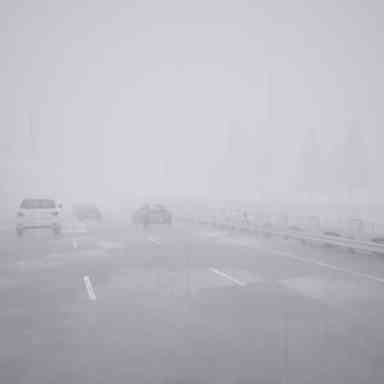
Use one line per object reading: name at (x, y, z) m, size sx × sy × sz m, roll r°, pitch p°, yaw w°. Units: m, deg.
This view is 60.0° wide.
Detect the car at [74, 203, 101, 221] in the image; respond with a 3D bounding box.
car at (-9.312, 1.797, 29.899) m, size 1.812 × 1.442 × 4.674 m, roll 0°, pitch -1°, yaw -22°

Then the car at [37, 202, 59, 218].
car at (-15.657, 1.898, 36.311) m, size 2.128 × 1.511 × 4.902 m, roll 0°, pitch -1°, yaw -22°

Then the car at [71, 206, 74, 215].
car at (-13.645, 2.010, 40.682) m, size 2.033 × 1.411 × 5.357 m, roll 0°, pitch -1°, yaw -22°

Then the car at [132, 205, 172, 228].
car at (-2.887, 1.636, 23.334) m, size 2.128 × 1.511 × 4.902 m, roll 0°, pitch -1°, yaw -22°

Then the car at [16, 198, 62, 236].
car at (-8.973, 1.349, 19.710) m, size 2.150 × 2.045 × 5.566 m, roll 0°, pitch -1°, yaw -22°
